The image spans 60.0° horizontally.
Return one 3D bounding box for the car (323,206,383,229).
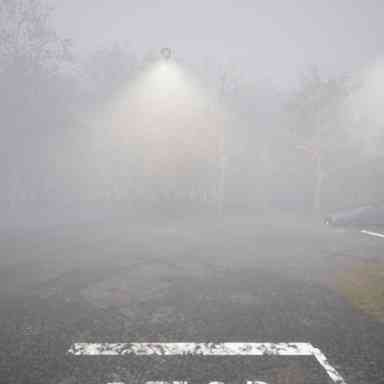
[{"bbox_3d":[11.391,1.642,21.425,5.357,1.411,2.033,0,0,0],"label":"car"}]
